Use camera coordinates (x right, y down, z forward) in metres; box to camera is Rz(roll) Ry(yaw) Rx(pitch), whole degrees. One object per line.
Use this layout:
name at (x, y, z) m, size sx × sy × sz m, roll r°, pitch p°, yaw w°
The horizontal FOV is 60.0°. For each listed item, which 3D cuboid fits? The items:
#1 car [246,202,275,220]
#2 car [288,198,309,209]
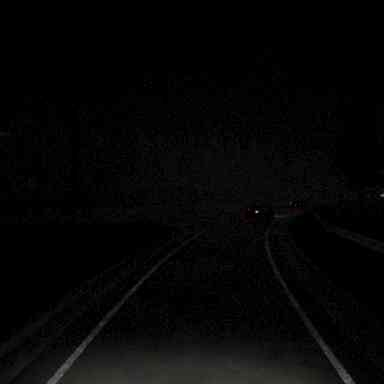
car at (5.951, 1.571, 28.728) m, size 1.994 × 1.385 × 4.181 m, roll 0°, pitch 0°, yaw 21°
car at (14.510, 1.547, 44.978) m, size 1.812 × 1.442 × 4.674 m, roll 0°, pitch 0°, yaw 31°
